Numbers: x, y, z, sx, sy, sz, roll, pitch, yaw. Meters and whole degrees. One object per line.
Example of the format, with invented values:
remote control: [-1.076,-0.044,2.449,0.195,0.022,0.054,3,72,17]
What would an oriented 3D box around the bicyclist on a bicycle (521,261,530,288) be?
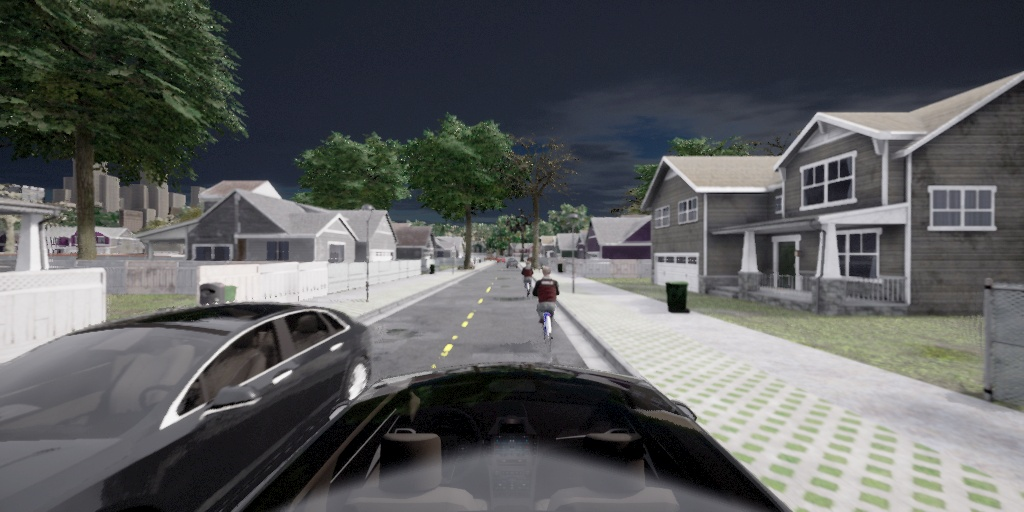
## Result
bicyclist on a bicycle: [0.741,1.122,16.997,0.659,1.776,1.843,0,0,0]

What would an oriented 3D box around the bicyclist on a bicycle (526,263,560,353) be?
bicyclist on a bicycle: [0.752,1.121,7.996,0.659,1.776,1.843,0,0,0]

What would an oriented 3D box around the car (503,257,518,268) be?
car: [0.034,1.251,60.799,2.128,1.511,4.902,0,0,0]

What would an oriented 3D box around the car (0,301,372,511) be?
car: [-2.850,1.255,3.148,1.837,1.490,4.892,0,0,0]
